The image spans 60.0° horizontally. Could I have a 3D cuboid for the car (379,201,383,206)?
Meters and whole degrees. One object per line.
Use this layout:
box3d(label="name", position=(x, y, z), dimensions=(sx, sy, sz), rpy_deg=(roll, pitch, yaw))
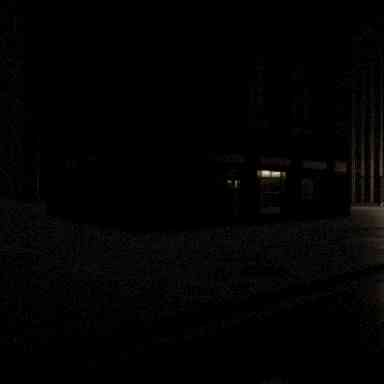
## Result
box3d(label="car", position=(33.749, 1.743, 55.587), dimensions=(1.947, 1.339, 4.313), rpy_deg=(0, 0, -36))
